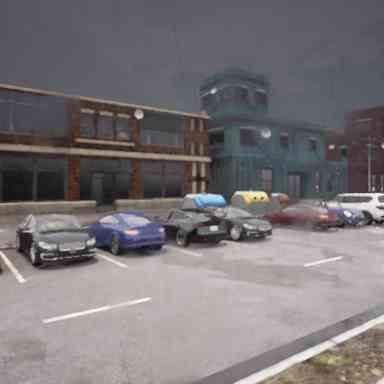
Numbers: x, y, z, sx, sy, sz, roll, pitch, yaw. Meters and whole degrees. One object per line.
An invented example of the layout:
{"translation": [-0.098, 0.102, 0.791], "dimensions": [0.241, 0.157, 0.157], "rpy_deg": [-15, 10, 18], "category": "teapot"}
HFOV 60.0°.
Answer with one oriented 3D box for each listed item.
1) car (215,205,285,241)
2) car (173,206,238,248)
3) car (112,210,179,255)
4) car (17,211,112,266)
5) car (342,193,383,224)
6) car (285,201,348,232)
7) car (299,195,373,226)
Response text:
{"translation": [1.794, 1.425, 16.494], "dimensions": [2.231, 1.521, 4.892], "rpy_deg": [0, 0, -35], "category": "car"}
{"translation": [-0.483, 1.468, 14.901], "dimensions": [2.163, 1.488, 4.792], "rpy_deg": [0, 0, -35], "category": "car"}
{"translation": [-2.729, 1.494, 13.264], "dimensions": [2.002, 1.452, 4.674], "rpy_deg": [0, 0, -35], "category": "car"}
{"translation": [-4.897, 1.470, 11.732], "dimensions": [2.231, 1.521, 4.892], "rpy_deg": [0, 0, -35], "category": "car"}
{"translation": [10.938, 1.124, 23.027], "dimensions": [2.435, 2.045, 5.566], "rpy_deg": [0, 0, -35], "category": "car"}
{"translation": [6.327, 1.438, 19.708], "dimensions": [2.002, 1.452, 4.674], "rpy_deg": [0, 0, -35], "category": "car"}
{"translation": [8.645, 1.261, 21.400], "dimensions": [2.185, 1.767, 4.553], "rpy_deg": [0, 0, -35], "category": "car"}
